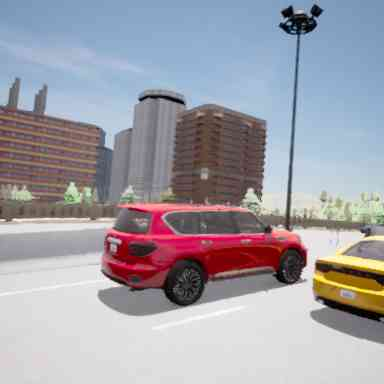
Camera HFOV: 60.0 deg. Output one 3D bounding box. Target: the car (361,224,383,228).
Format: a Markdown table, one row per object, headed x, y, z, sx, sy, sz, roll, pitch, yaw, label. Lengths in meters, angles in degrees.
| x | y | z | sx | sy | sz | roll | pitch | yaw | label |
| --- | --- | --- | --- | --- | --- | --- | --- | --- | --- |
| 23.003 | 4.709 | 41.867 | 4.181 | 1.385 | 1.994 | 7 | -4 | -35 | car |

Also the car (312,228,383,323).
| x | y | z | sx | sy | sz | roll | pitch | yaw | label |
| --- | --- | --- | --- | --- | --- | --- | --- | --- | --- |
| 4.650 | 1.676 | 7.065 | 5.008 | 1.535 | 1.882 | 3 | -2 | -35 | car |

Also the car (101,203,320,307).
| x | y | z | sx | sy | sz | roll | pitch | yaw | label |
| --- | --- | --- | --- | --- | --- | --- | --- | --- | --- |
| 0.560 | 1.329 | 8.446 | 5.566 | 2.045 | 2.150 | 2 | -1 | -35 | car |
